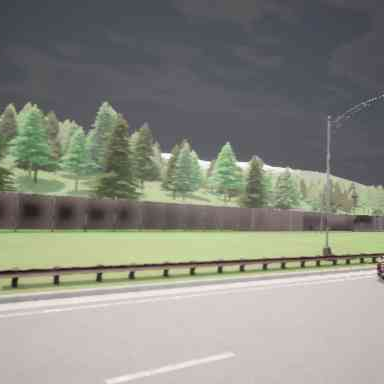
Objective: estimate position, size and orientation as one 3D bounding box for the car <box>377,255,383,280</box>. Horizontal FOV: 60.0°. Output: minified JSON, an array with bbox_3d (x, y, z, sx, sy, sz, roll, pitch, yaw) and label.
[{"bbox_3d":[9.237,2.594,12.826,4.553,1.767,2.097,5,-4,-31],"label":"car"}]
